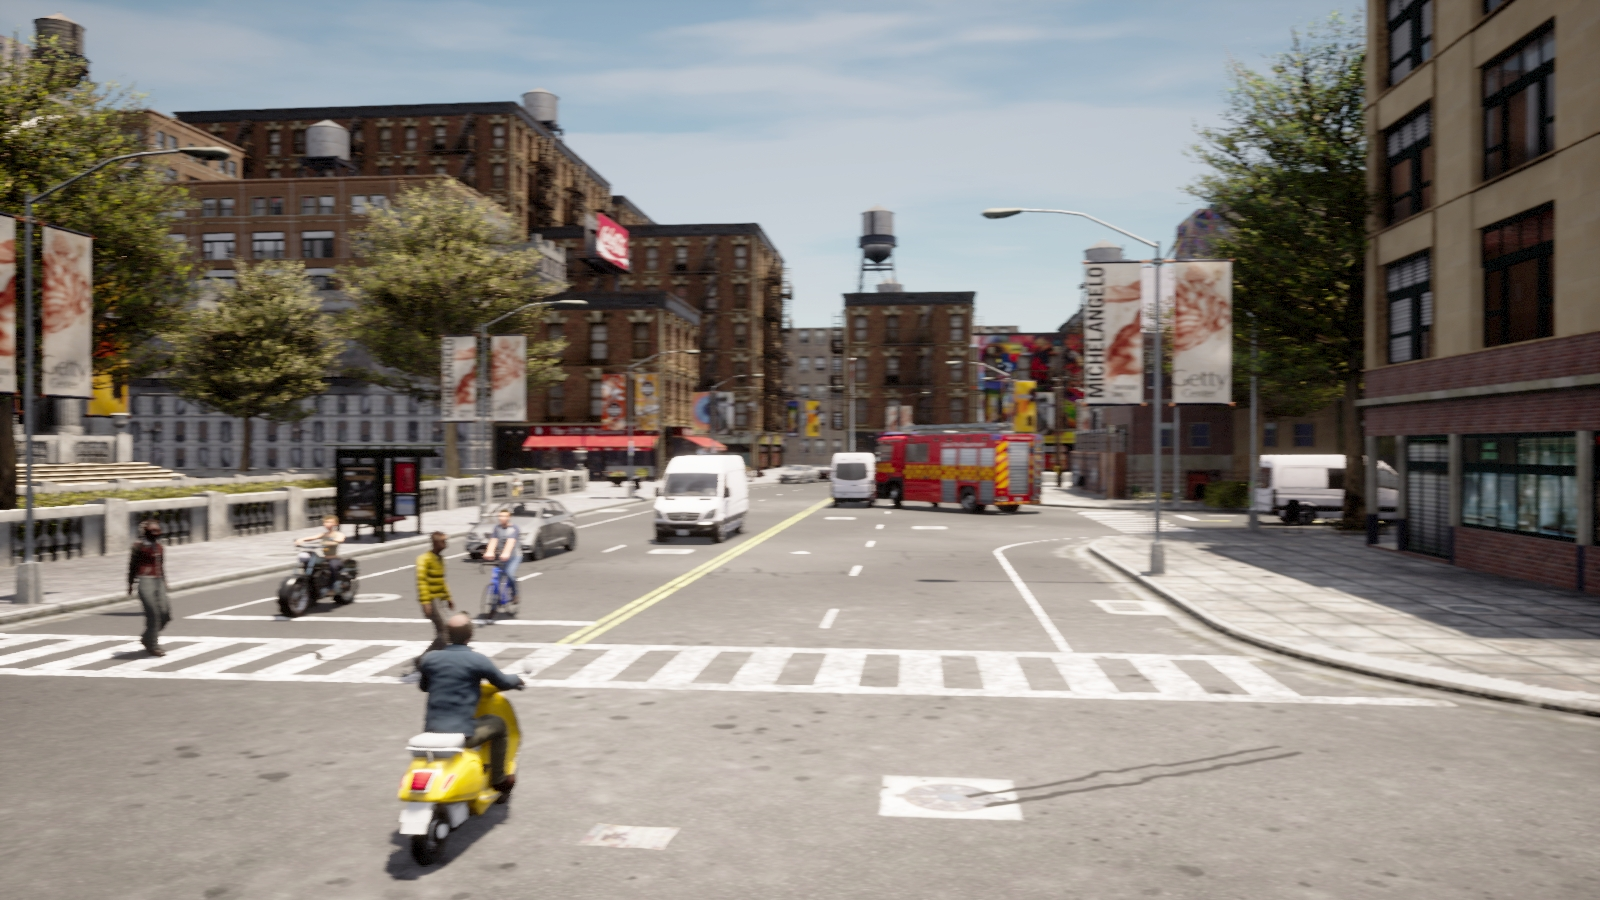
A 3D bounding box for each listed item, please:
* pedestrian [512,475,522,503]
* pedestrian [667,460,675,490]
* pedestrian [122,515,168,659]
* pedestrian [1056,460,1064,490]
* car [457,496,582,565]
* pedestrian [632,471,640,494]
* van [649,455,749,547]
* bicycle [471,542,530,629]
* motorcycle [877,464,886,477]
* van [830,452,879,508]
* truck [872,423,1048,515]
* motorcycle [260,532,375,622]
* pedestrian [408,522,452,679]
[{"bbox_3d":[-13.520,1.868,54.602,0.375,1.300,0.375,0,0,0],"label":"pedestrian"},{"bbox_3d":[-8.125,1.556,71.864,0.375,1.860,0.375,0,0,9],"label":"pedestrian"},{"bbox_3d":[-8.755,1.816,15.280,0.375,1.860,0.375,0,0,18],"label":"pedestrian"},{"bbox_3d":[16.322,1.564,71.659,0.375,1.860,0.375,0,0,-7],"label":"pedestrian"},{"bbox_3d":[-7.147,2.006,29.584,1.816,1.474,4.193,0,0,6],"label":"car"},{"bbox_3d":[-9.301,1.850,64.649,0.375,1.300,0.375,0,0,7],"label":"pedestrian"},{"bbox_3d":[-3.006,1.465,35.358,1.988,2.561,5.915,0,0,6],"label":"van"},{"bbox_3d":[-4.832,2.168,18.521,0.373,1.196,1.643,0,0,6],"label":"bicycle"},{"bbox_3d":[7.937,1.973,110.944,0.856,1.236,1.805,0,0,6],"label":"motorcycle"},{"bbox_3d":[2.743,1.428,56.109,1.988,2.561,5.915,0,0,7],"label":"van"},{"bbox_3d":[7.032,0.791,51.696,2.891,3.827,8.468,0,0,-35],"label":"truck"},{"bbox_3d":[-8.226,2.129,19.601,0.764,1.277,2.356,0,0,6],"label":"motorcycle"},{"bbox_3d":[-4.500,1.820,13.912,0.375,1.860,0.375,0,0,9],"label":"pedestrian"}]
